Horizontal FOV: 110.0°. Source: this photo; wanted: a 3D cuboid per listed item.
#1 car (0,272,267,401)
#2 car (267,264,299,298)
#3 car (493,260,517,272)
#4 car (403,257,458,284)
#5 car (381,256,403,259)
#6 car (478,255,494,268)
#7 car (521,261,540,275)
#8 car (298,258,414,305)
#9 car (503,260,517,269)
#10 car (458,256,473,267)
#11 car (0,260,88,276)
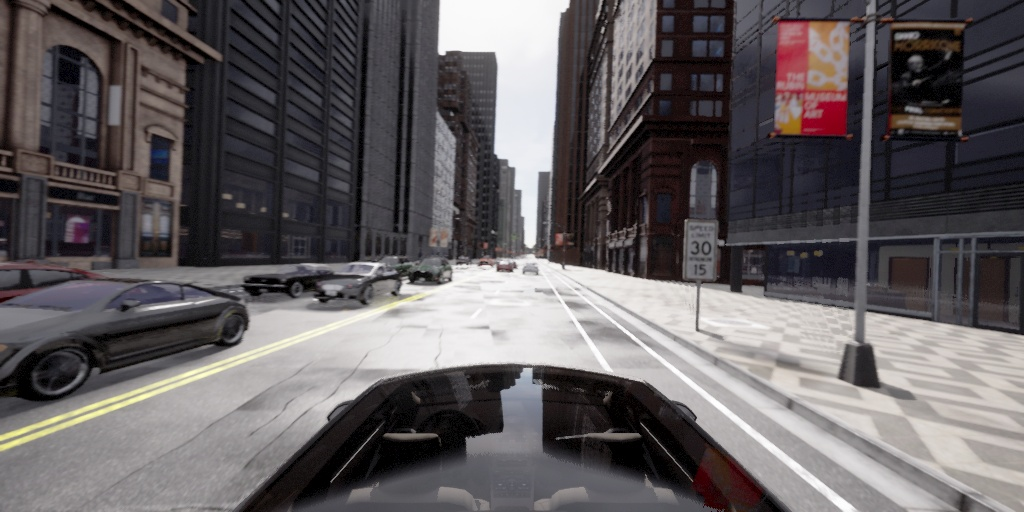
[{"bbox_3d":[-6.510,1.064,5.763,1.994,1.385,4.181,2,0,3],"label":"car"},{"bbox_3d":[-9.225,0.993,15.701,1.895,1.301,4.718,2,0,3],"label":"car"},{"bbox_3d":[-0.887,1.280,45.535,1.994,1.385,4.181,2,0,4],"label":"car"},{"bbox_3d":[-5.461,0.885,24.606,2.097,1.767,4.553,2,0,3],"label":"car"},{"bbox_3d":[-8.656,0.763,25.652,2.097,1.767,4.553,2,0,3],"label":"car"},{"bbox_3d":[-3.796,0.686,53.226,2.097,1.767,4.553,2,0,3],"label":"car"},{"bbox_3d":[2.150,1.354,41.459,1.812,1.442,4.674,2,0,3],"label":"car"},{"bbox_3d":[-6.020,1.006,14.661,2.128,1.511,4.902,2,0,3],"label":"car"},{"bbox_3d":[-0.231,1.321,57.443,1.994,1.385,4.181,2,0,3],"label":"car"},{"bbox_3d":[-7.047,0.747,53.373,2.033,1.411,5.357,2,0,3],"label":"car"},{"bbox_3d":[-9.730,0.854,6.371,1.882,1.535,5.008,2,0,3],"label":"car"}]
